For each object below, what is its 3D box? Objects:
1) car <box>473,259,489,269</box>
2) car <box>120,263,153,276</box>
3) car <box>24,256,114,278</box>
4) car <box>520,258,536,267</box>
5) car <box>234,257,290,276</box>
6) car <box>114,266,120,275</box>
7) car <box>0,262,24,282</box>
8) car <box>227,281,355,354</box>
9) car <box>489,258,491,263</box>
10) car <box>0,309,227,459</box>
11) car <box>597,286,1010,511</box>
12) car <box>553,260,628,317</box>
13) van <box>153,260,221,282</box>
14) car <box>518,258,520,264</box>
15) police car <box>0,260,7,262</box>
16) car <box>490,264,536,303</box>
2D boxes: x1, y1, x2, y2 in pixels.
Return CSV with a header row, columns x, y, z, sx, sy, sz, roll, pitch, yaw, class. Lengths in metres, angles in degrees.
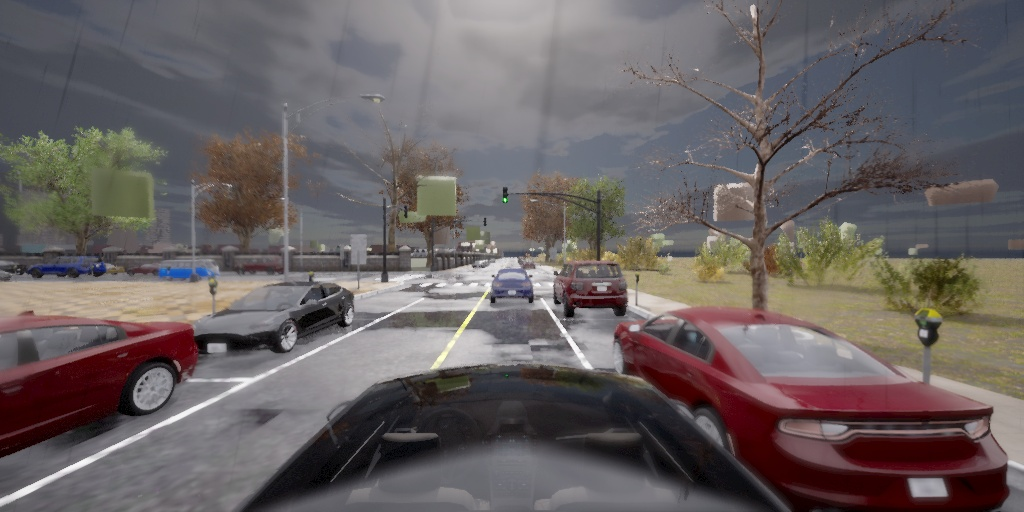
x,y,z,sx,sy,sz,roll,pitch,yaw,class
-5.318,1.307,58.032,1.948,1.339,4.313,0,0,0,car
-36.921,1.341,36.823,4.207,1.307,1.802,0,0,-1,car
-42.052,1.063,34.012,5.566,2.045,2.150,0,1,-1,car
2.620,1.181,55.015,1.967,1.591,4.097,0,0,0,car
-25.672,1.052,37.015,5.009,1.841,2.192,0,0,-1,car
-42.716,1.295,36.724,4.829,1.417,1.751,0,0,-1,car
-42.702,1.427,28.553,4.403,1.370,2.007,0,0,-1,car
-5.388,1.313,8.740,1.948,1.339,4.313,0,0,0,car
-5.316,1.306,63.719,1.948,1.339,4.313,0,0,0,car
-5.316,1.293,3.197,1.888,1.381,4.507,0,0,0,car
2.580,1.293,4.444,1.888,1.381,4.507,0,0,0,car
2.694,1.061,13.081,2.192,1.841,5.009,0,0,0,car
-25.822,1.184,28.842,3.998,1.789,1.690,0,0,-1,van
2.565,1.286,63.716,1.888,1.381,4.507,0,0,0,car
-53.313,1.213,36.831,5.238,1.638,1.930,0,1,-1,police car
0.000,1.280,16.502,1.812,1.442,4.674,0,0,0,car
